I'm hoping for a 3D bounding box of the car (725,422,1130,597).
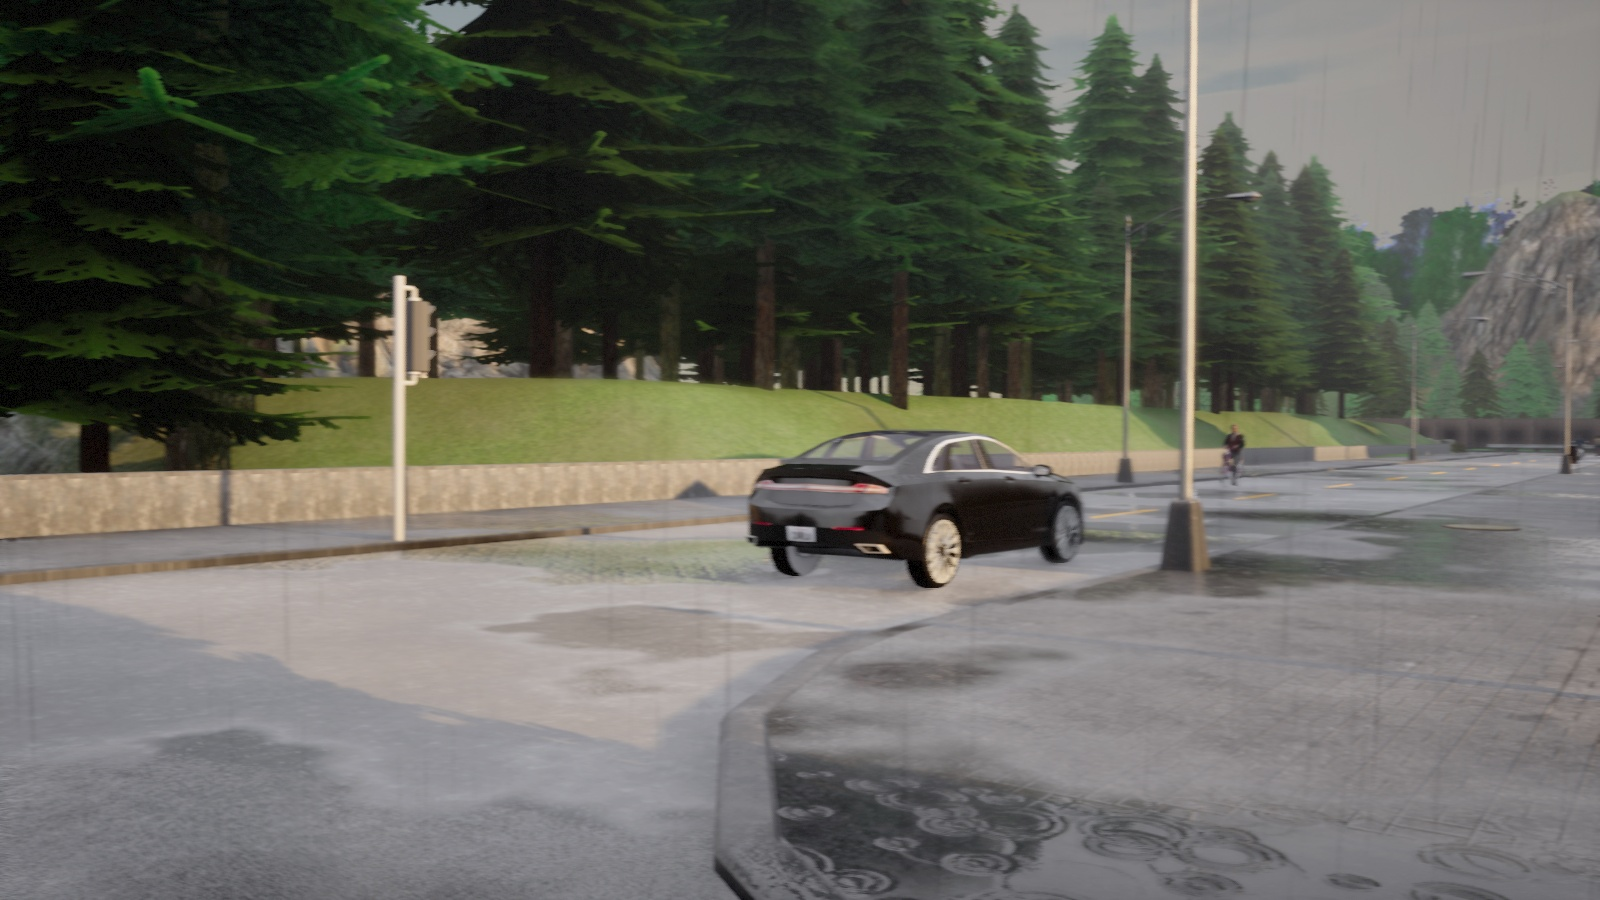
[{"bbox_3d":[1.584,0.467,13.410,2.128,1.511,4.902,0,1,36],"label":"car"}]

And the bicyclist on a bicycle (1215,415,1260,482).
[{"bbox_3d":[12.011,-0.048,34.436,0.659,1.776,1.843,0,1,36],"label":"bicyclist on a bicycle"}]
